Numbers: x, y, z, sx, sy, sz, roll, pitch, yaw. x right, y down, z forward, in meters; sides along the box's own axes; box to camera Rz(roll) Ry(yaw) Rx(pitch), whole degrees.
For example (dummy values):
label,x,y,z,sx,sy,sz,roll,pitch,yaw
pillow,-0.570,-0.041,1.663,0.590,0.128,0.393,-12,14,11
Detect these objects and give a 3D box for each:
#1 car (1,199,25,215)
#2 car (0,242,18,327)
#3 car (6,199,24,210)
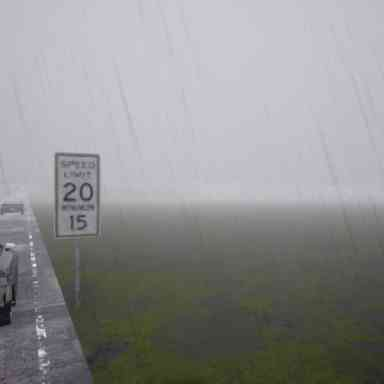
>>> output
label,x,y,z,sx,sy,sz,roll,pitch,yaw
car,-17.919,1.455,33.393,1.882,1.535,5.008,0,0,-26
car,-4.554,1.562,6.526,1.994,1.385,4.181,0,0,-27
car,-22.649,1.559,42.763,1.895,1.301,4.718,0,0,-26
